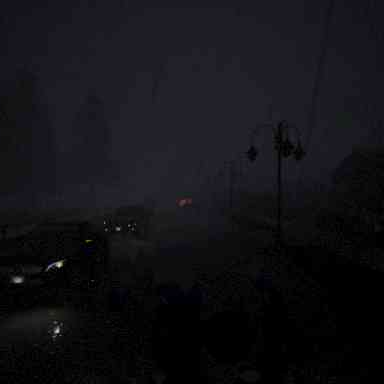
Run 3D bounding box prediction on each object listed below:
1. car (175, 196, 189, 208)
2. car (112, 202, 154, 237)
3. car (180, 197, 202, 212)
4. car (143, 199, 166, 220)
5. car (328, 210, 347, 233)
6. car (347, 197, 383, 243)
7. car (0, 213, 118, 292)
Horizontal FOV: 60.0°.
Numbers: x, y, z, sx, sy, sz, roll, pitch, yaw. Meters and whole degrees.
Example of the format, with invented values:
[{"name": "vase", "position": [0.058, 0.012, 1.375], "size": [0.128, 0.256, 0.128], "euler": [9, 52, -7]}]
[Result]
[{"name": "car", "position": [-1.248, 1.379, 49.465], "size": [2.097, 1.767, 4.553], "euler": [0, 0, -12]}, {"name": "car", "position": [-3.483, 1.510, 18.284], "size": [1.837, 1.490, 4.892], "euler": [0, 0, 1]}, {"name": "car", "position": [-0.011, 1.624, 38.856], "size": [1.895, 1.301, 4.718], "euler": [0, 0, -6]}, {"name": "car", "position": [-3.406, 1.364, 28.347], "size": [2.097, 1.767, 4.553], "euler": [0, 0, 0]}, {"name": "car", "position": [9.046, 1.198, 16.598], "size": [3.866, 1.878, 1.905], "euler": [0, 0, 0]}, {"name": "car", "position": [9.425, 1.195, 14.082], "size": [4.605, 1.855, 1.932], "euler": [0, 0, 0]}, {"name": "car", "position": [-3.543, 1.525, 9.111], "size": [1.812, 1.442, 4.674], "euler": [0, 0, 0]}]
